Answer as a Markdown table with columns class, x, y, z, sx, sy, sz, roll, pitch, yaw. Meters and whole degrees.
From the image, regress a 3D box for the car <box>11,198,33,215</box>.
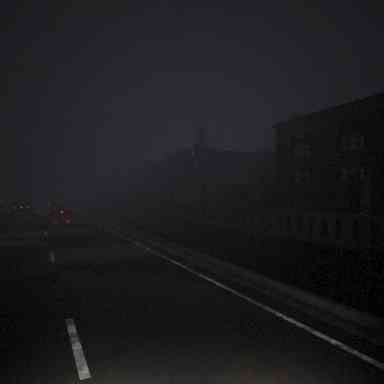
| class | x | y | z | sx | sy | sz | roll | pitch | yaw |
| --- | --- | --- | --- | --- | --- | --- | --- | --- | --- |
| car | -17.462 | 1.547 | 34.245 | 2.033 | 1.411 | 5.357 | 0 | 0 | -25 |

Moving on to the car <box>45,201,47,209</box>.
| class | x | y | z | sx | sy | sz | roll | pitch | yaw |
| --- | --- | --- | --- | --- | --- | --- | --- | --- | --- |
| car | -17.688 | 1.564 | 42.787 | 1.994 | 1.385 | 4.181 | 0 | 0 | -26 |

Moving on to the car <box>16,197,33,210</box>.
| class | x | y | z | sx | sy | sz | roll | pitch | yaw |
| --- | --- | --- | --- | --- | --- | --- | --- | --- | --- |
| car | -21.955 | 1.505 | 43.662 | 1.837 | 1.490 | 4.892 | 0 | 0 | -25 |

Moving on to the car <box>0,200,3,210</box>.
| class | x | y | z | sx | sy | sz | roll | pitch | yaw |
| --- | --- | --- | --- | --- | --- | --- | --- | --- | --- |
| car | -24.908 | 1.478 | 41.707 | 1.882 | 1.535 | 5.008 | 0 | 0 | -25 |

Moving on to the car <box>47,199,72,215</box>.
| class | x | y | z | sx | sy | sz | roll | pitch | yaw |
| --- | --- | --- | --- | --- | --- | --- | --- | --- | --- |
| car | -13.282 | 1.601 | 33.567 | 1.895 | 1.301 | 4.718 | 0 | 0 | -25 |
